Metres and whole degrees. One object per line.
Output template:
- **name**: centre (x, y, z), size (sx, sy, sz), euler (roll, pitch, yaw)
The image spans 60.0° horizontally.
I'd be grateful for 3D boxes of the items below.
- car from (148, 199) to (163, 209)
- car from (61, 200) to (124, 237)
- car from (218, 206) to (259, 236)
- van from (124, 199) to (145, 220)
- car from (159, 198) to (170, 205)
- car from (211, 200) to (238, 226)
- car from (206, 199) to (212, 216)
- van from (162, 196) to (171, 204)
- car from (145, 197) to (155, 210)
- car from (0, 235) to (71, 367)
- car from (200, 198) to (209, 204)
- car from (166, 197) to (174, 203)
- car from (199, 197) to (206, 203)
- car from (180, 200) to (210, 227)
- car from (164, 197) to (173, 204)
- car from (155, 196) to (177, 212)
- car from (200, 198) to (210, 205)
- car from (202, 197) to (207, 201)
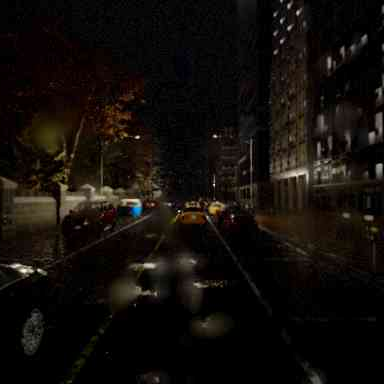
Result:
- **car**: centre (-5.676, 1.911, 52.712), size (1.887, 1.381, 4.507), euler (1, 0, 0)
- **car**: centre (-5.678, 1.457, 19.030), size (2.192, 1.841, 5.009), euler (1, 0, 0)
- **car**: centre (2.700, 1.723, 18.969), size (1.802, 1.307, 4.206), euler (1, 0, 0)
- **van**: centre (-5.676, 1.560, 30.257), size (1.690, 1.788, 3.998), euler (1, 0, 0)
- **car**: centre (-5.673, 1.989, 69.383), size (1.752, 1.417, 4.829), euler (1, 0, 0)
- **car**: centre (2.702, 1.620, 24.587), size (1.967, 1.590, 4.097), euler (1, 0, 0)
- **car**: centre (2.703, 1.784, 35.991), size (1.752, 1.417, 4.829), euler (1, 0, 0)
- **van**: centre (-5.670, 1.837, 75.168), size (1.690, 1.788, 3.998), euler (1, 0, 0)
- **car**: centre (-5.674, 1.647, 47.100), size (2.192, 1.841, 5.009), euler (1, 0, 0)
- **car**: centre (-3.098, 1.517, 3.225), size (2.128, 1.511, 4.902), euler (0, 0, 0)
- **car**: centre (2.708, 2.041, 75.143), size (1.887, 1.381, 4.507), euler (1, 0, 0)
- **car**: centre (-5.671, 2.082, 86.225), size (1.752, 1.417, 4.829), euler (1, 0, 0)
- **car**: centre (2.709, 2.083, 86.547), size (1.752, 1.417, 4.829), euler (1, 0, 0)
- **car**: centre (0.100, 1.637, 24.418), size (1.801, 1.575, 5.366), euler (0, 0, 0)
- **car**: centre (-5.671, 1.967, 80.781), size (1.967, 1.590, 4.097), euler (1, 0, 0)
- **car**: centre (-3.088, 1.527, 43.028), size (2.150, 2.045, 5.566), euler (0, 0, 0)
- **car**: centre (2.707, 2.009, 69.526), size (1.887, 1.381, 4.507), euler (1, 0, 0)
- **car**: centre (2.705, 1.772, 47.057), size (1.967, 1.590, 4.097), euler (1, 0, 0)
